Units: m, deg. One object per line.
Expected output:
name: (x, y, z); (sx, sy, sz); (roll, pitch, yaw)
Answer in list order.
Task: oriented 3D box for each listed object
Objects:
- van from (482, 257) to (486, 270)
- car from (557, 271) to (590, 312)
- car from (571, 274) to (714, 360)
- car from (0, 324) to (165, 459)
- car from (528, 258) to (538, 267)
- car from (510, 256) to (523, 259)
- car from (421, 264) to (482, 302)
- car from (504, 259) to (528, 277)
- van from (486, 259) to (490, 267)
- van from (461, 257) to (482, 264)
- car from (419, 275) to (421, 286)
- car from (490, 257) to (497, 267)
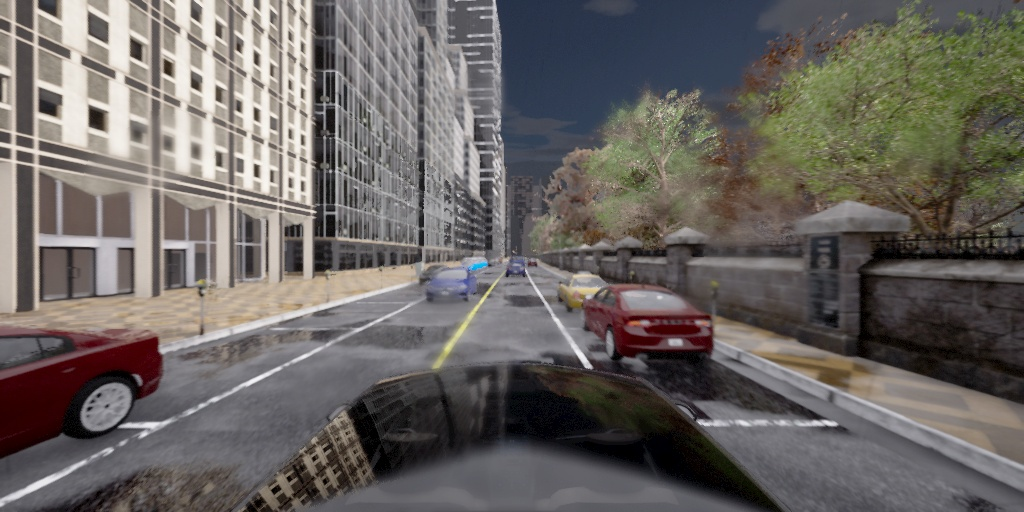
van: (-4.792, 1.079, 47.707); (1.690, 1.789, 3.998); (0, 0, 1)
car: (2.747, 1.273, 13.975); (1.751, 1.417, 4.829); (0, 0, 0)
car: (2.719, 1.294, 8.165); (1.888, 1.381, 4.507); (0, 0, 0)
car: (-5.316, 1.293, 2.686); (1.888, 1.381, 4.507); (0, 0, 0)
car: (3.691, 1.286, 64.608); (1.888, 1.381, 4.507); (0, 0, 2)
car: (0.661, 0.963, 48.954); (2.150, 2.045, 5.566); (0, 0, 1)
car: (-2.696, 1.275, 16.947); (1.812, 1.442, 4.674); (0, 0, 1)
car: (0.369, 1.268, 34.734); (1.812, 1.442, 4.674); (0, 0, 1)
van: (-4.659, 1.078, 53.335); (1.690, 1.789, 3.998); (0, 0, 1)
van: (-4.913, 1.079, 42.073); (1.690, 1.789, 3.998); (0, 0, 1)
car: (-5.181, 1.307, 25.191); (1.948, 1.339, 4.313); (0, 0, 1)
car: (-4.339, 1.303, 64.585); (1.948, 1.339, 4.313); (0, 0, 2)
